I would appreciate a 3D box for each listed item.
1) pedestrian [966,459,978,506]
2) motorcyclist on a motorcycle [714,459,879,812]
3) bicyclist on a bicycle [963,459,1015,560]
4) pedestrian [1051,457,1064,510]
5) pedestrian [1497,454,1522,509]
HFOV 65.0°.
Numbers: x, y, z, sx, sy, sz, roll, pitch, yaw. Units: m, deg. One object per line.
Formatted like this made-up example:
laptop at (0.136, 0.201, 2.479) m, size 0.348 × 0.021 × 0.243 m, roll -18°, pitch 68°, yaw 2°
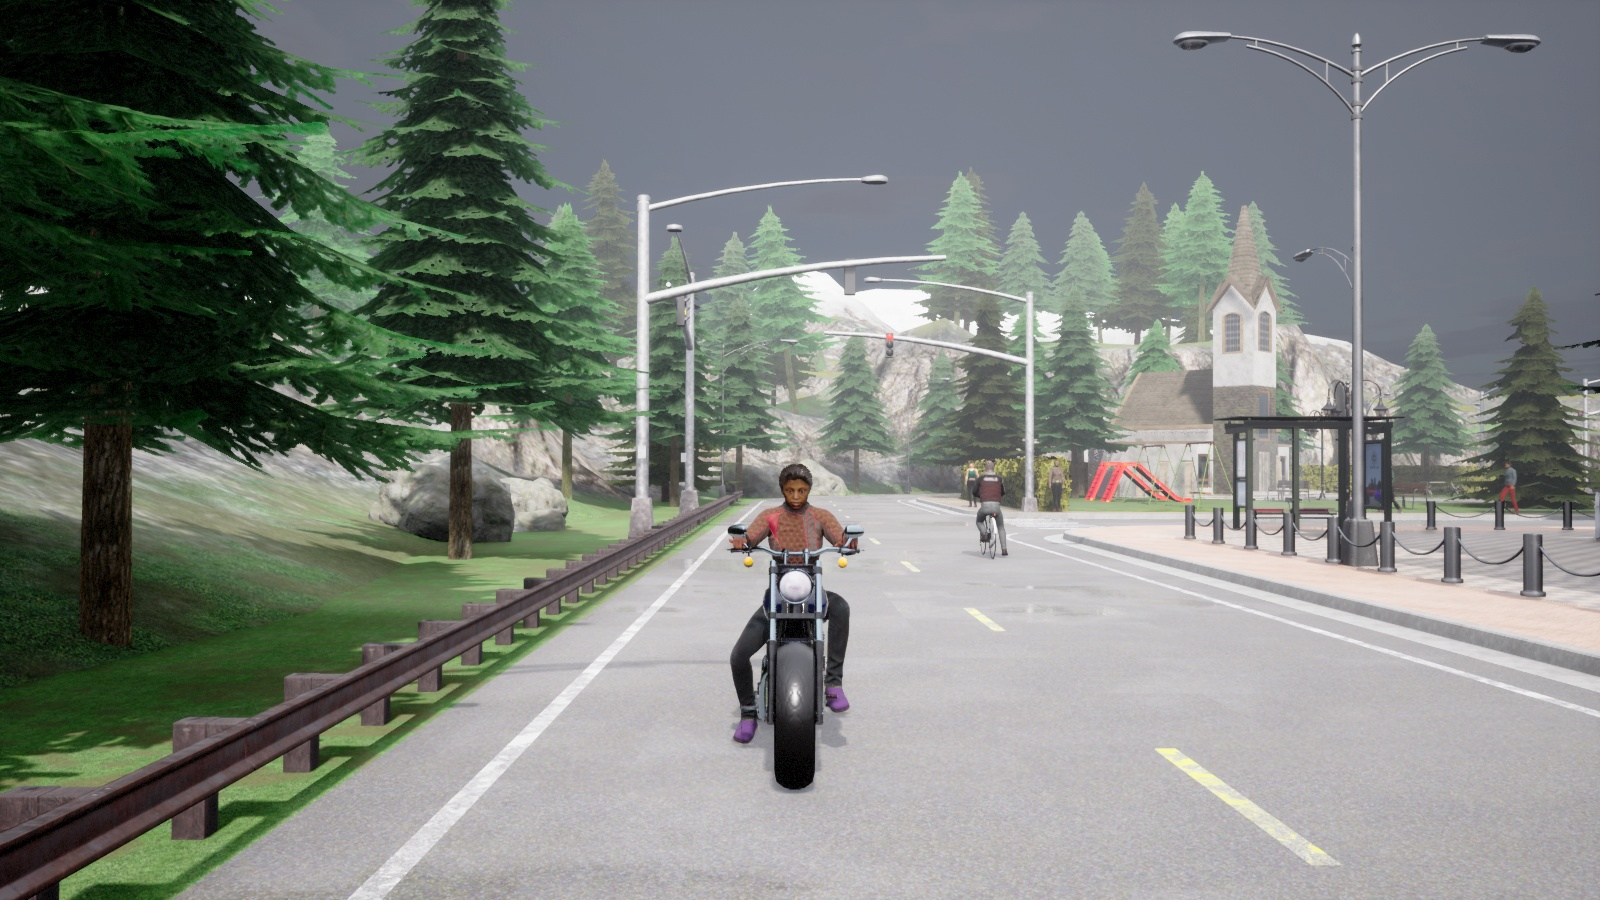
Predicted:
pedestrian at (6.749, 1.266, 49.265) m, size 0.345 × 1.836 × 0.594 m, roll -1°, pitch -1°, yaw 18°
motorcyclist on a motorcycle at (-0.019, 0.883, 7.064) m, size 0.766 × 1.649 × 2.350 m, roll 0°, pitch -1°, yaw 0°
bicyclist on a bicycle at (3.438, 1.056, 22.945) m, size 0.659 × 1.776 × 1.843 m, roll 0°, pitch -1°, yaw 0°
pedestrian at (8.943, 1.155, 43.646) m, size 0.331 × 1.846 × 0.634 m, roll 0°, pitch -1°, yaw 1°
pedestrian at (24.169, 1.080, 42.777) m, size 0.614 × 1.847 × 0.353 m, roll 0°, pitch -1°, yaw -1°
